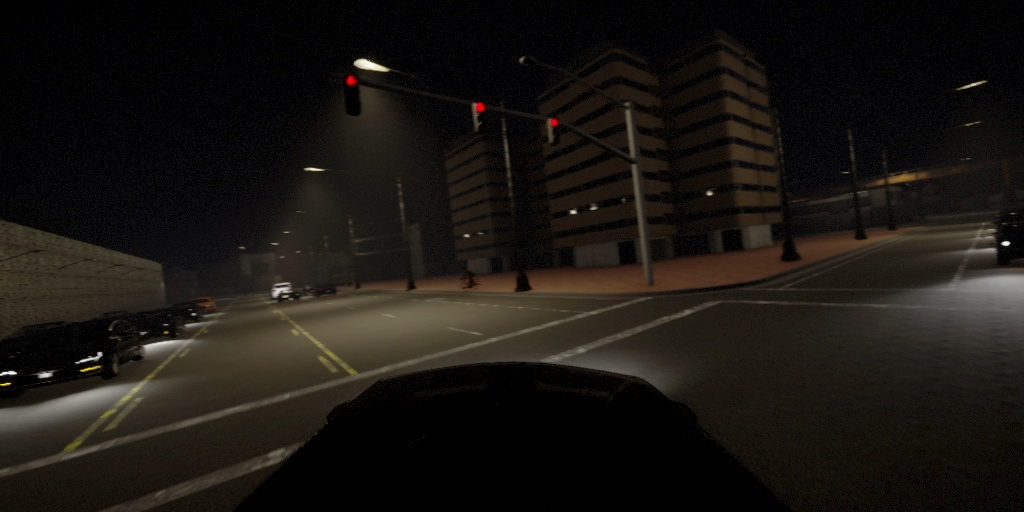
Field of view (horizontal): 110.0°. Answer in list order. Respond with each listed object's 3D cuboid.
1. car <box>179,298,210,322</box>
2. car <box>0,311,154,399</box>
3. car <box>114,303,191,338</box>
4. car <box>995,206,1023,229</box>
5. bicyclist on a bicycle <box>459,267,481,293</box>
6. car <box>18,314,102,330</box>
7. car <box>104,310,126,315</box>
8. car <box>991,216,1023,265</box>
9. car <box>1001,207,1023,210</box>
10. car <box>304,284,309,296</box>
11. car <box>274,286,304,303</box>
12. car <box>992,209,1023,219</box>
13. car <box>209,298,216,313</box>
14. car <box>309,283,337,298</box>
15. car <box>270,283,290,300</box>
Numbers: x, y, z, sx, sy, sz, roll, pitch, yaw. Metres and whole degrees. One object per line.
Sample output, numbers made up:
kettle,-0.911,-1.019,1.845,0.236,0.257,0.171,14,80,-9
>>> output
car,-23.562,4.079,25.839,2.033,1.411,5.357,-6,0,-37
car,-12.186,2.668,10.216,1.837,1.490,4.892,-6,0,-36
car,-17.408,3.356,17.397,1.994,1.385,4.181,-6,0,-36
car,40.750,-3.166,29.049,4.892,1.490,1.837,-6,0,-36
bicyclist on a bicycle,-2.864,1.529,23.672,1.656,1.620,0.582,-14,4,-36
car,-20.634,3.693,15.897,2.033,1.411,5.357,-6,0,-36
car,-26.451,4.409,23.898,1.994,1.385,4.181,-6,0,-36
car,17.347,-0.542,11.739,4.718,1.301,1.895,-6,0,-36
car,32.523,-2.257,22.925,4.674,1.442,1.812,-6,0,-36
car,-28.028,4.666,49.949,2.128,1.511,4.902,-6,0,-36
car,-24.308,4.294,39.031,1.895,1.301,4.718,-6,0,-36
car,24.456,-1.386,17.004,4.674,1.442,1.812,-6,0,-36
car,-29.403,4.712,33.915,1.882,1.535,5.008,-6,0,-36
car,-21.574,3.875,41.176,1.882,1.535,5.008,-6,0,-36
car,-30.609,4.671,47.580,2.150,2.045,5.566,-6,0,-36
